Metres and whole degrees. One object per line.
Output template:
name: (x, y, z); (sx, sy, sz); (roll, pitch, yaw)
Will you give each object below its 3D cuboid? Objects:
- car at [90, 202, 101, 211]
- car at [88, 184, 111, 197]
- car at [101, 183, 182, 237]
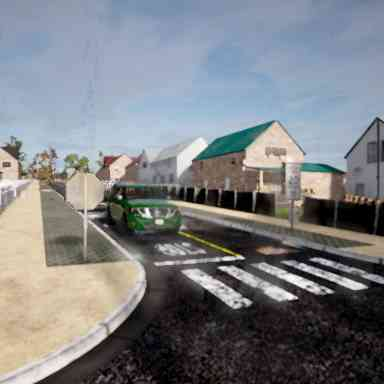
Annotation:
car: (-6.622, 0.507, 24.131); (1.837, 1.490, 4.892); (1, 2, -24)
car: (-12.018, -0.214, 42.768); (2.033, 1.411, 5.357); (1, 2, -24)
car: (-2.348, 0.651, 14.852); (2.150, 2.045, 5.566); (1, 2, -25)
